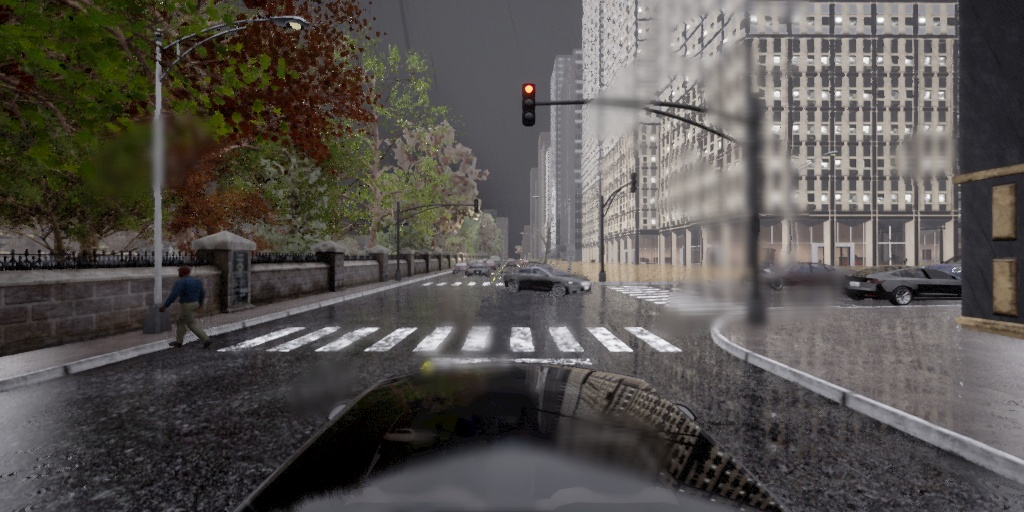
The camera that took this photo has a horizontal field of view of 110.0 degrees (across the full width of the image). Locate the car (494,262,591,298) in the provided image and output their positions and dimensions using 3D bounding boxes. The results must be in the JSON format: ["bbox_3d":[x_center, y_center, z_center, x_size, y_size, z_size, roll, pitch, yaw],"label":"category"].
[{"bbox_3d":[1.689,1.245,18.488,4.902,1.511,2.128,0,0,43],"label":"car"}]

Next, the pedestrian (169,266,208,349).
[{"bbox_3d":[-6.901,1.045,7.660,0.375,1.860,0.375,0,0,0],"label":"pedestrian"}]

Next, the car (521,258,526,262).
[{"bbox_3d":[2.604,1.349,46.985,1.948,1.339,4.313,0,0,0],"label":"car"}]

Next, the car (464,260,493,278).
[{"bbox_3d":[-3.159,1.336,34.660,1.994,1.385,4.181,0,0,0],"label":"car"}]

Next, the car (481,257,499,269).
[{"bbox_3d":[-3.185,1.266,50.717,1.882,1.535,5.008,0,0,0],"label":"car"}]

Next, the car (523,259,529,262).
[{"bbox_3d":[2.615,1.343,41.353,1.948,1.339,4.313,0,0,0],"label":"car"}]

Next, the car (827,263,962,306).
[{"bbox_3d":[14.663,1.029,13.160,4.313,1.339,1.948,0,0,0],"label":"car"}]

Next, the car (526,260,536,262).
[{"bbox_3d":[2.625,1.338,35.720,1.948,1.339,4.313,0,0,0],"label":"car"}]

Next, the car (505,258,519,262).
[{"bbox_3d":[-0.116,1.309,62.551,1.837,1.490,4.892,0,0,0],"label":"car"}]

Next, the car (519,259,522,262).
[{"bbox_3d":[2.573,1.351,63.883,1.888,1.381,4.507,0,0,0],"label":"car"}]

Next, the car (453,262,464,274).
[{"bbox_3d":[-5.766,1.359,41.337,1.802,1.307,4.207,0,0,0],"label":"car"}]

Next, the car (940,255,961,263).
[{"bbox_3d":[24.505,0.673,19.025,4.553,1.767,2.097,-1,0,0],"label":"car"}]

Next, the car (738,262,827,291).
[{"bbox_3d":[15.107,1.028,18.958,5.357,1.411,2.033,-1,0,0],"label":"car"}]
